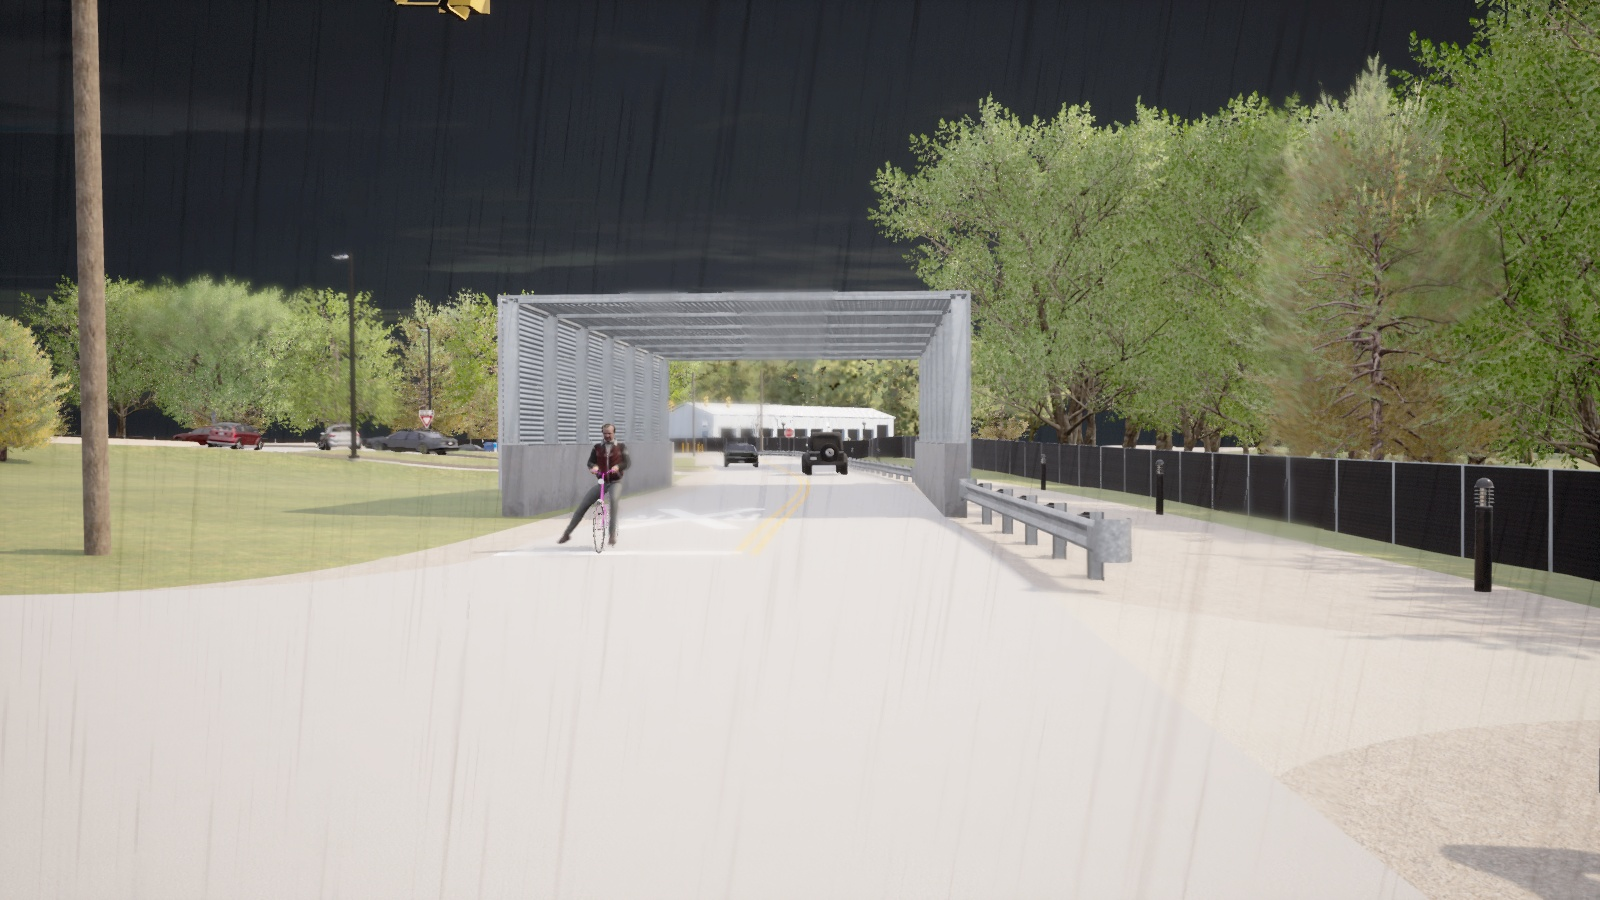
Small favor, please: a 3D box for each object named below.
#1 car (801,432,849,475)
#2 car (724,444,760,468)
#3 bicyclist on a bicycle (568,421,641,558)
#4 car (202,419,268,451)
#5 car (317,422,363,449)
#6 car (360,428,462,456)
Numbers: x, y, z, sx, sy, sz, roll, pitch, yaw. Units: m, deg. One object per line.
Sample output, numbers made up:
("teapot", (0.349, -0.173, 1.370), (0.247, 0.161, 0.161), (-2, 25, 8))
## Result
("car", (1.084, 0.138, 56.297), (1.905, 1.878, 3.866), (0, 0, -3))
("car", (-3.237, 0.307, 69.157), (1.895, 1.301, 4.718), (1, 0, -4))
("bicyclist on a bicycle", (-2.667, 0.512, 17.273), (0.659, 1.776, 1.843), (0, 0, 2))
("car", (-32.397, -0.839, 72.104), (1.789, 1.549, 3.705), (5, 0, 3))
("car", (-30.260, -0.947, 82.528), (2.242, 1.667, 4.611), (-1, 1, -28))
("car", (-22.105, -0.464, 71.432), (5.357, 1.411, 2.033), (2, 1, 20))
